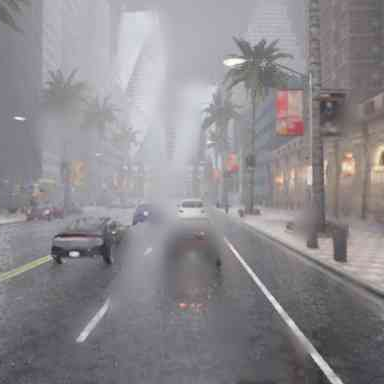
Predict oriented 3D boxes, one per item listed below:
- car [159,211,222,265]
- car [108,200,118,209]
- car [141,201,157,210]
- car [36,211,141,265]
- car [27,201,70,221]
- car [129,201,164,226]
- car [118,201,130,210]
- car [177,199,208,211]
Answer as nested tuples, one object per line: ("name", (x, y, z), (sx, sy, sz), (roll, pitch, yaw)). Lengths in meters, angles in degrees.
("car", (0.040, 1.673, 12.310), (1.837, 1.490, 4.892), (0, 0, 1))
("car", (-13.938, 2.296, 60.680), (2.231, 1.521, 4.892), (0, -1, -1))
("car", (-7.352, 2.311, 56.841), (2.033, 1.411, 5.357), (0, -1, 0))
("car", (-3.461, 1.658, 12.280), (2.128, 1.511, 4.902), (0, -1, 1))
("car", (-13.626, 1.776, 31.311), (2.185, 1.767, 4.553), (0, -1, -1))
("car", (-3.462, 1.717, 27.177), (2.097, 1.767, 4.553), (0, -1, 0))
("car", (-10.860, 2.270, 57.064), (1.837, 1.490, 4.892), (0, 0, 0))
("car", (0.036, 1.574, 26.074), (2.150, 2.045, 5.566), (0, 0, 0))
